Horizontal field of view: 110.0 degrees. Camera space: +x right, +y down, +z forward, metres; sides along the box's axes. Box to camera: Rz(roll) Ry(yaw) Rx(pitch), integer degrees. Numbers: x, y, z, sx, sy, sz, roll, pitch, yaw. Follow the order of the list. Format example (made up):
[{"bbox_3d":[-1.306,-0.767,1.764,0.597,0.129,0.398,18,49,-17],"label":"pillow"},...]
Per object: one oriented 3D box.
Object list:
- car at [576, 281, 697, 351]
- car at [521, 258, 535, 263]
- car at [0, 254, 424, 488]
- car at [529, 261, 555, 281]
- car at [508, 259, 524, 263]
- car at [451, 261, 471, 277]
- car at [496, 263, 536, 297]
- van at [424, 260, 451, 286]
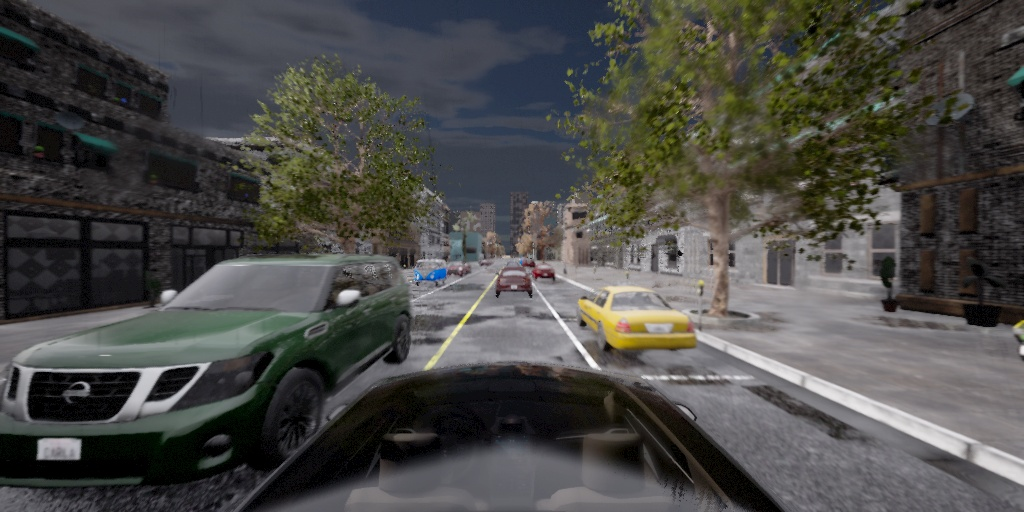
[{"bbox_3d":[2.694,1.290,8.867,1.751,1.417,4.829,0,0,0],"label":"car"},{"bbox_3d":[2.693,1.181,58.592,2.192,1.841,5.009,0,0,0],"label":"car"},{"bbox_3d":[-3.099,0.979,5.218,2.150,2.045,5.566,0,0,0],"label":"car"},{"bbox_3d":[2.694,1.355,30.873,1.888,1.381,4.507,0,0,0],"label":"car"},{"bbox_3d":[0.100,1.399,43.416,1.994,1.385,4.181,0,0,0],"label":"car"},{"bbox_3d":[-5.687,1.261,36.416,1.967,1.591,4.097,0,0,0],"label":"car"},{"bbox_3d":[0.100,1.312,19.268,1.812,1.442,4.674,0,0,0],"label":"car"},{"bbox_3d":[-5.687,1.140,25.328,1.690,1.789,3.998,0,0,0],"label":"van"}]
